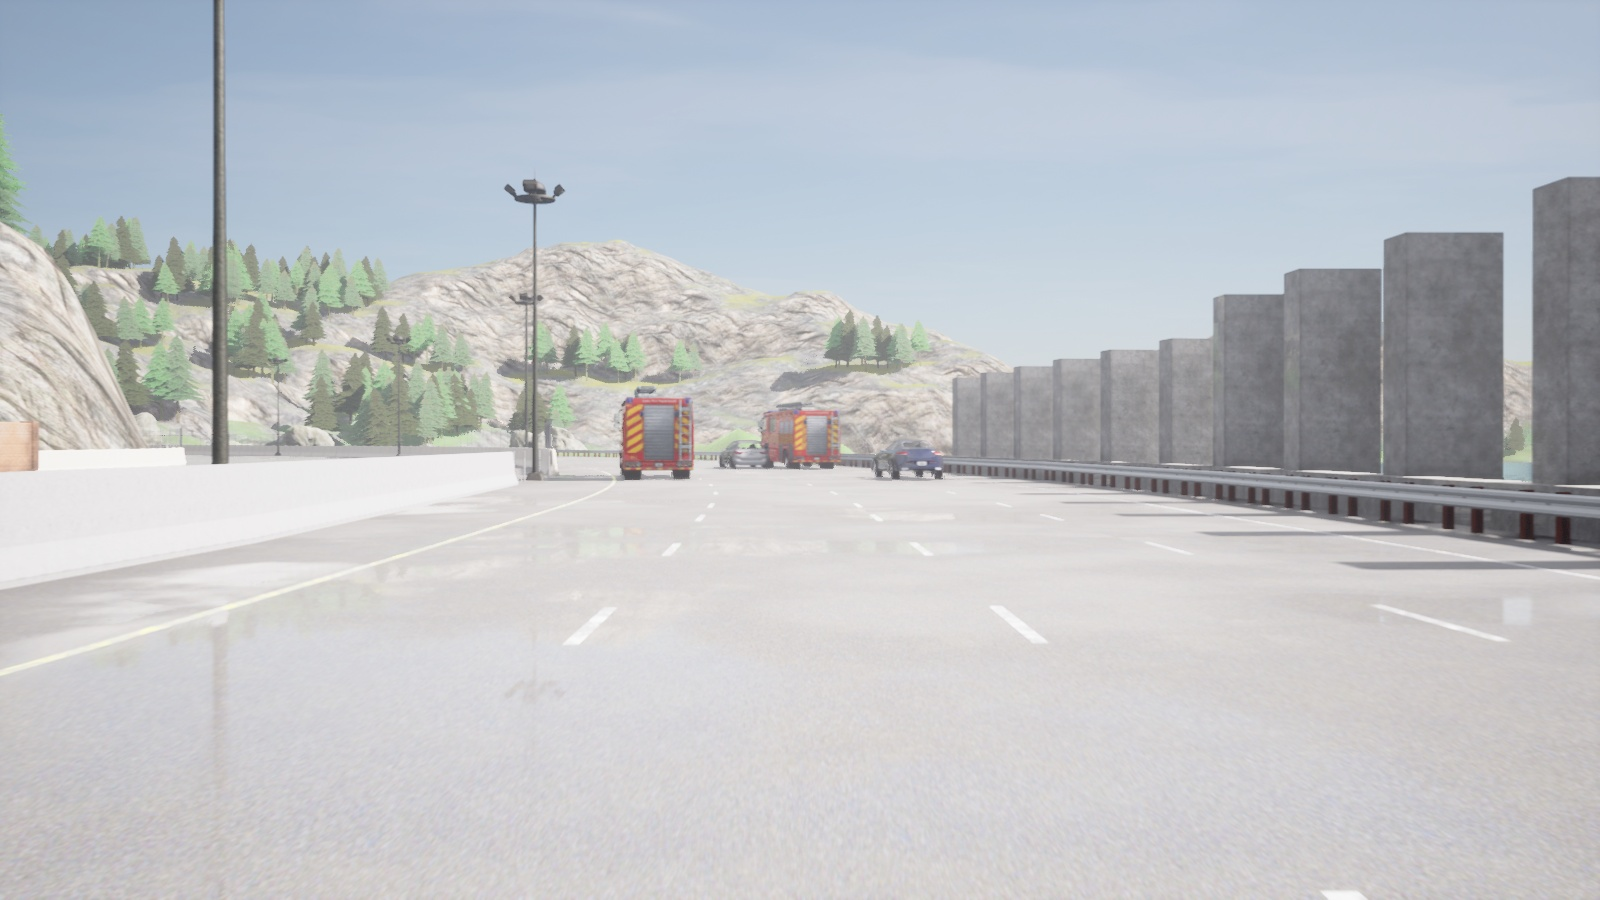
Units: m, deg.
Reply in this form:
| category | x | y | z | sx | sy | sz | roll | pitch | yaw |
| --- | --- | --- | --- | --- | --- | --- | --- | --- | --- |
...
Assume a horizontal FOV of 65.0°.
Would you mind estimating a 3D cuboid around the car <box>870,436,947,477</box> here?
| category | x | y | z | sx | sy | sz | roll | pitch | yaw |
| --- | --- | --- | --- | --- | --- | --- | --- | --- | --- |
| car | 4.512 | 0.229 | 53.096 | 2.152 | 1.651 | 5.027 | 0 | 0 | -8 |

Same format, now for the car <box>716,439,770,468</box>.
| category | x | y | z | sx | sy | sz | roll | pitch | yaw |
| --- | --- | --- | --- | --- | --- | --- | --- | --- | --- |
| car | -3.411 | 0.172 | 73.885 | 2.242 | 1.667 | 4.611 | 0 | 0 | -15 |

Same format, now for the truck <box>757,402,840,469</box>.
| category | x | y | z | sx | sy | sz | roll | pitch | yaw |
| --- | --- | --- | --- | --- | --- | --- | --- | --- | --- |
| truck | -0.209 | -0.843 | 75.435 | 2.891 | 3.827 | 8.468 | 0 | 0 | -15 |

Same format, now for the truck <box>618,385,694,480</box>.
| category | x | y | z | sx | sy | sz | roll | pitch | yaw |
| --- | --- | --- | --- | --- | --- | --- | --- | --- | --- |
| truck | -6.462 | -0.735 | 55.273 | 2.891 | 3.827 | 8.468 | 0 | 0 | -9 |
